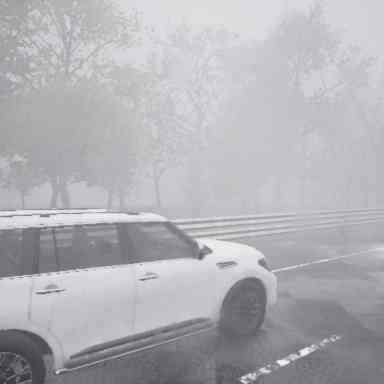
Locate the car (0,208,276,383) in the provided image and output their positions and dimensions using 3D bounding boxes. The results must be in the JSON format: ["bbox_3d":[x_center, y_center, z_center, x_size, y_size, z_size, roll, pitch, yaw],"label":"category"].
[{"bbox_3d":[-1.221,1.260,4.853,5.566,2.045,2.150,0,0,-36],"label":"car"}]
